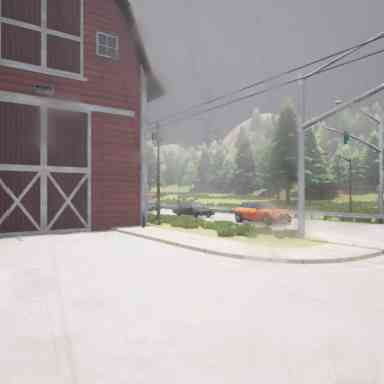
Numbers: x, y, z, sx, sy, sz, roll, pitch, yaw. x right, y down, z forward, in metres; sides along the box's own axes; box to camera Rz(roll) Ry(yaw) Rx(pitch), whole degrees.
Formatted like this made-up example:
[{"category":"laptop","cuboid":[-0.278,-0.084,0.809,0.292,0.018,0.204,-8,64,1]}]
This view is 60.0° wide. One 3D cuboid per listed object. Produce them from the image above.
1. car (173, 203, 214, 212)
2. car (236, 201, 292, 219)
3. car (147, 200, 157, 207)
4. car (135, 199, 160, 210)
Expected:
[{"category":"car","cuboid":[0.026,1.770,33.435,2.033,1.411,5.357,0,0,-34]},{"category":"car","cuboid":[5.405,1.524,25.577,2.097,1.767,4.553,0,0,-34]},{"category":"car","cuboid":[-5.594,1.839,41.650,1.994,1.385,4.181,0,0,-35]},{"category":"car","cuboid":[-6.640,1.847,49.556,1.812,1.442,4.674,0,0,-34]}]
